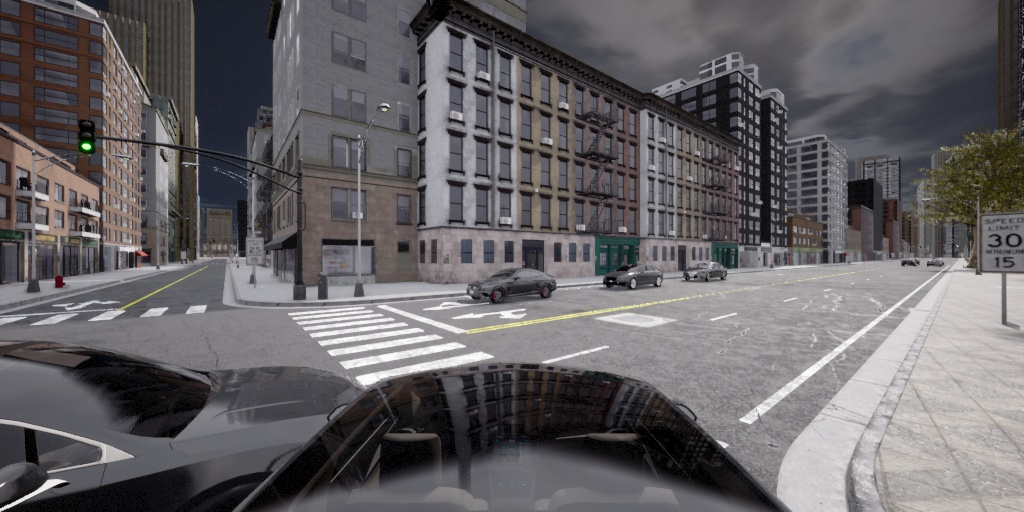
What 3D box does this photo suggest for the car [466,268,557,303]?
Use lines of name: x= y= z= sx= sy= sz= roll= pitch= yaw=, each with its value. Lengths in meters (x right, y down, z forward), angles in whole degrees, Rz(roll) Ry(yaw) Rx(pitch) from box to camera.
car: x=0.090 y=1.287 z=16.827 sx=4.674 sy=1.442 sz=1.812 roll=0 pitch=0 yaw=-39

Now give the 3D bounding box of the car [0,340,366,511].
car: x=-3.209 y=1.257 z=1.880 sx=4.892 sy=1.490 sz=1.837 roll=0 pitch=0 yaw=-34

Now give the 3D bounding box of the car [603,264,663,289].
car: x=7.829 y=1.259 z=22.992 sx=4.892 sy=1.490 sz=1.837 roll=0 pitch=0 yaw=-38

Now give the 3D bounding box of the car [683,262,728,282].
car: x=15.889 y=1.237 z=29.400 sx=4.902 sy=1.511 sz=2.128 roll=0 pitch=0 yaw=-38
